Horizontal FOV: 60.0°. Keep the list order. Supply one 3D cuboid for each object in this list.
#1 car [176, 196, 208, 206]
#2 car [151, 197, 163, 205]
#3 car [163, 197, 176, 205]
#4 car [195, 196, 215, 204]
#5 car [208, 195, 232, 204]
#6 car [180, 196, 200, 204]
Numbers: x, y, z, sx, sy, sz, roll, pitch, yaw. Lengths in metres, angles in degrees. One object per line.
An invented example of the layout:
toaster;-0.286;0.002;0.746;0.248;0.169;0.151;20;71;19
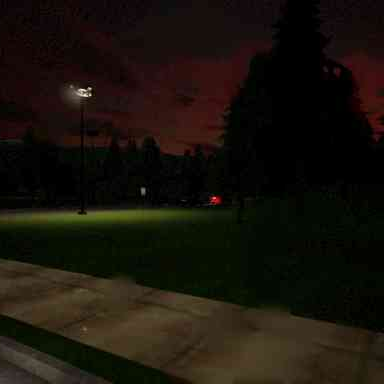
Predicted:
car;0.038;1.491;53.905;2.128;1.511;4.902;0;0;34
car;-5.333;1.564;58.470;1.994;1.385;4.181;0;0;34
car;-2.403;1.564;56.555;1.994;1.385;4.181;0;0;34
car;2.559;1.526;64.278;1.812;1.442;4.674;0;0;33
car;5.507;1.221;62.392;2.150;2.045;5.566;0;0;33
car;-0.373;1.526;66.189;1.812;1.442;4.674;0;0;33
